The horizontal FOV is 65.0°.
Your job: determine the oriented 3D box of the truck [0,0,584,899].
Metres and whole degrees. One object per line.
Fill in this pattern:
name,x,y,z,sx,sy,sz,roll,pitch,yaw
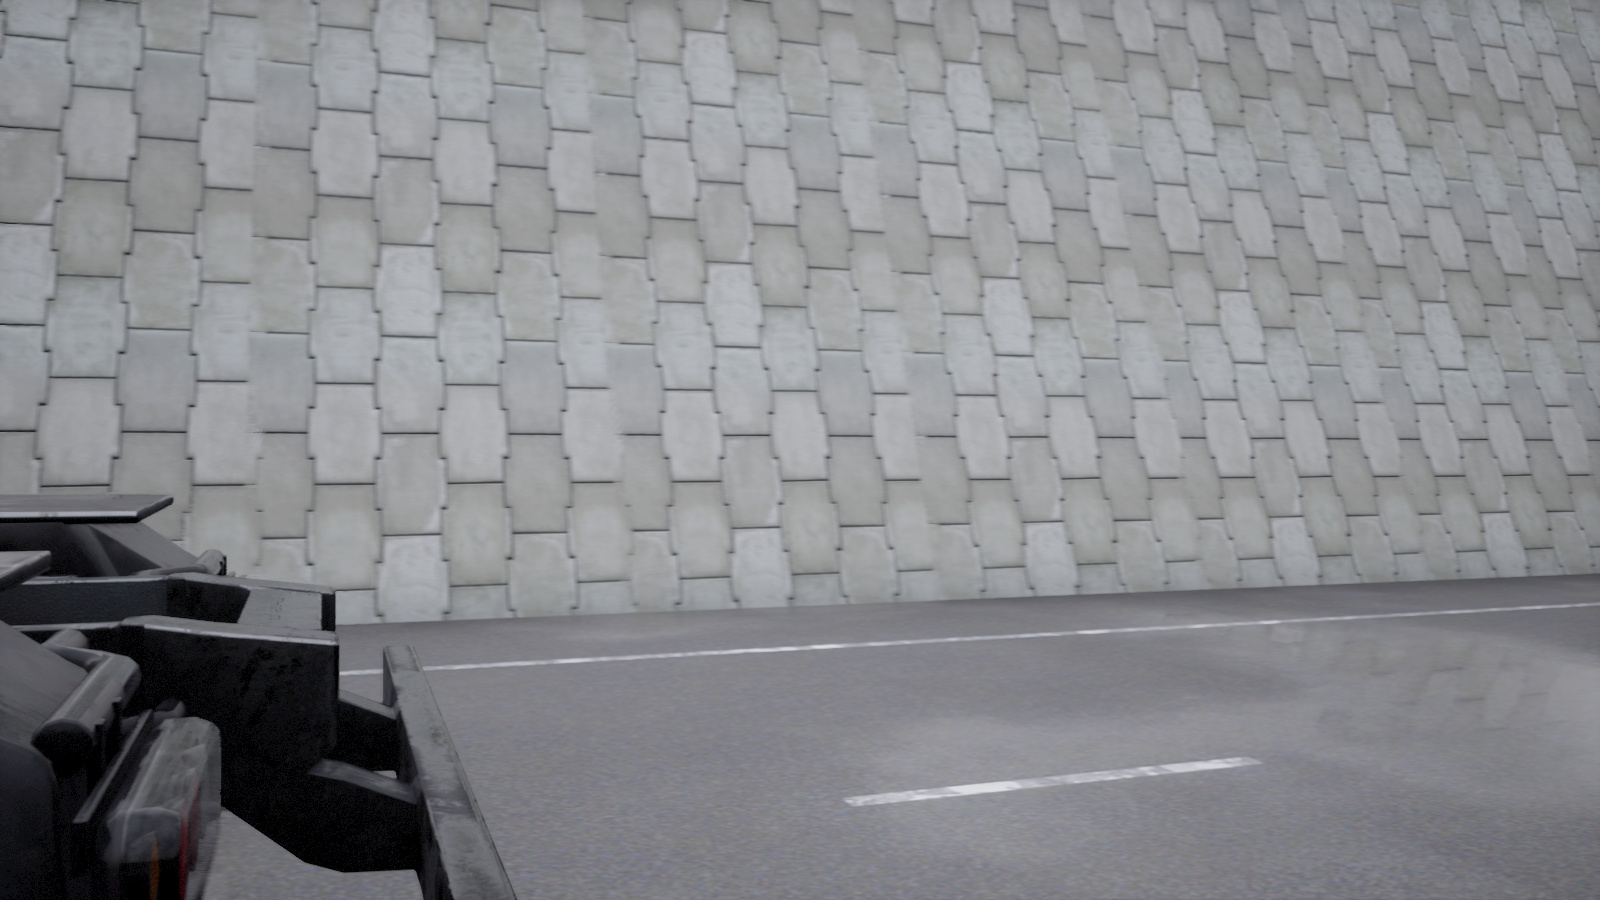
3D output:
truck,-4.503,-0.160,1.518,7.936,3.462,2.891,-1,1,-21
